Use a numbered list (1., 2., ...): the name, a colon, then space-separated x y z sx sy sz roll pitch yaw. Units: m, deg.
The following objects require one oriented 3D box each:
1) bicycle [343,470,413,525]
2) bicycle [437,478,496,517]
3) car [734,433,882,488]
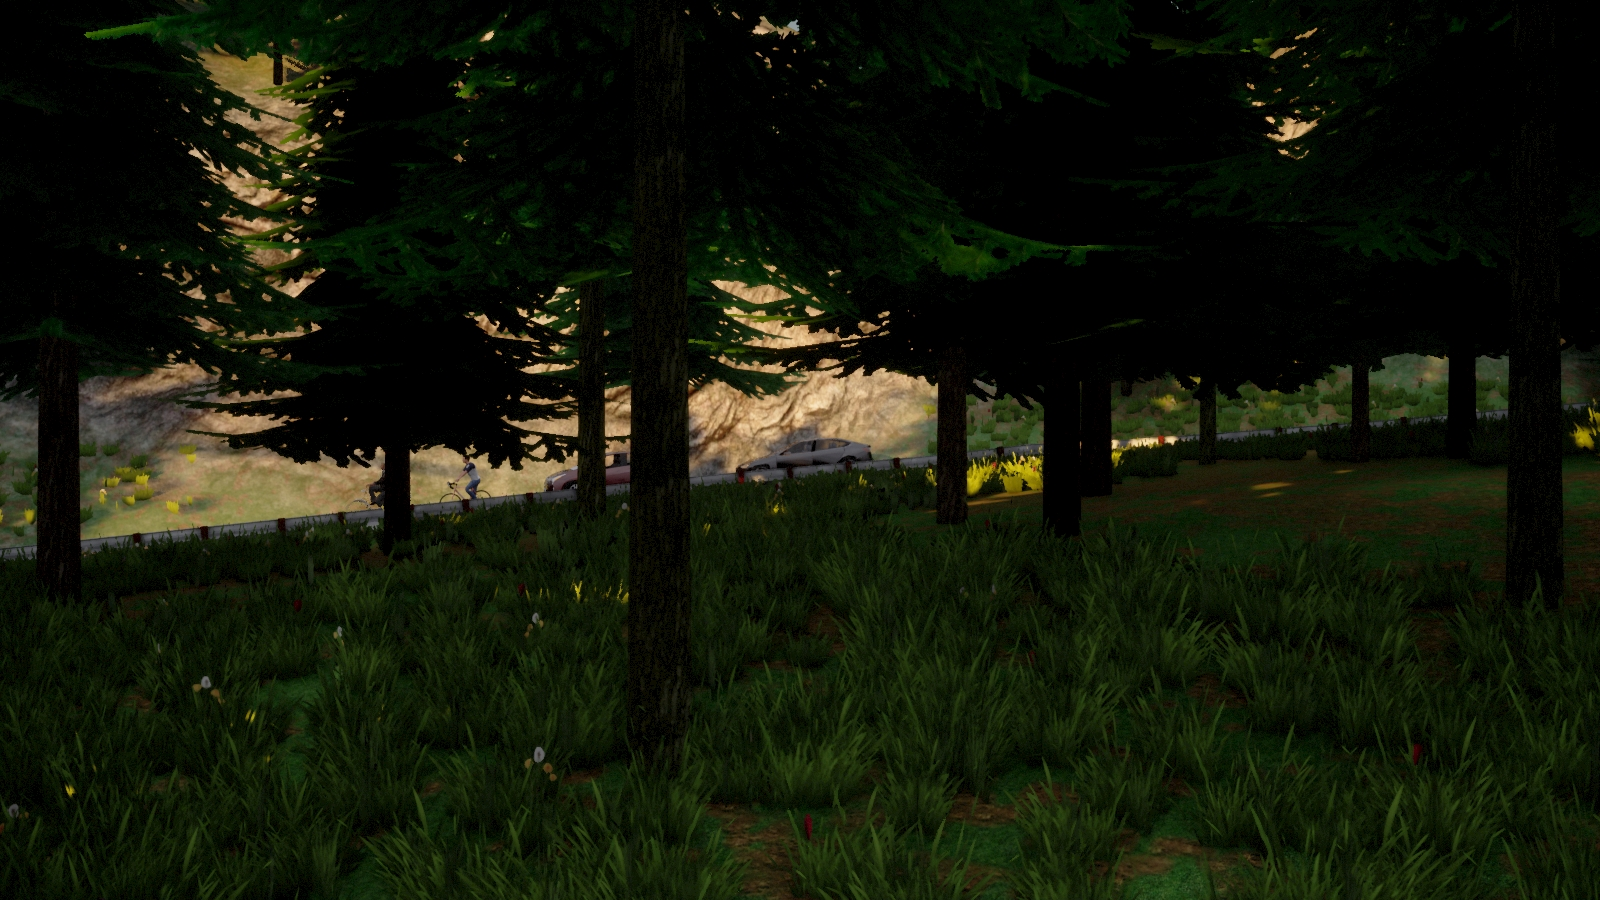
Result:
1. bicycle: -12.625 1.404 34.189 1.835 1.471 0.329 -5 3 -29
2. bicycle: -10.252 1.440 35.171 1.643 1.024 0.373 -5 3 -36
3. car: 0.231 0.348 39.656 4.792 1.488 2.163 -4 1 -7
